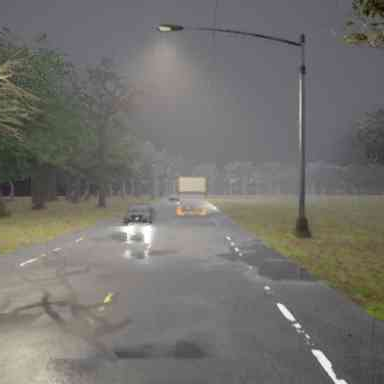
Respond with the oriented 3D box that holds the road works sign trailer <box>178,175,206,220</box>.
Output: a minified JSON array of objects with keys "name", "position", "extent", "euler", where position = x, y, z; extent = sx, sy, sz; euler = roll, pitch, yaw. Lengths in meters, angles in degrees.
[{"name":"road works sign trailer","position":[0.004,0.410,27.847],"extent":[2.380,3.560,2.880],"euler":[0,0,0]}]

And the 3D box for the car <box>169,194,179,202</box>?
[{"name":"car","position":[-3.505,1.164,65.163],"extent":[1.882,1.535,5.008],"euler":[0,0,0]}]

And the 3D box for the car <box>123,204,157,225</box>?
[{"name":"car","position":[-3.594,1.527,23.662],"extent":[1.994,1.385,4.181],"euler":[0,0,0]}]
